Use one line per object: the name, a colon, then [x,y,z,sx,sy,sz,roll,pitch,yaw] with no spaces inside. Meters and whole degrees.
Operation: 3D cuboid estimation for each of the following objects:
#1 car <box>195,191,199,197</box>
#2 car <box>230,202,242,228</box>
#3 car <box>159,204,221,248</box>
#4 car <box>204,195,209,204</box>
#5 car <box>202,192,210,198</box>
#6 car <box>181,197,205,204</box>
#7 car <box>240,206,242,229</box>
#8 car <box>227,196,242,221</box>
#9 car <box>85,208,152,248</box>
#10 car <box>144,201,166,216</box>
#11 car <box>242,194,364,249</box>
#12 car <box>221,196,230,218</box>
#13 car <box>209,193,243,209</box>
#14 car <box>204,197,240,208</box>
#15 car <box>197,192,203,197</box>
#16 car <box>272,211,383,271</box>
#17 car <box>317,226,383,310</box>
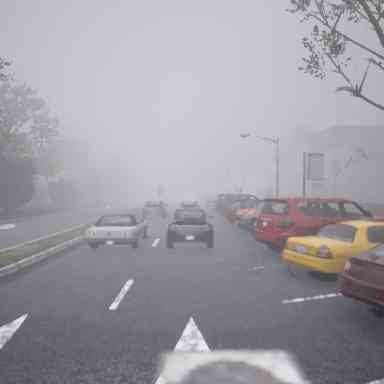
car: [4.358,1.424,75.374,5.566,2.045,2.435,1,1,-21]
car: [4.945,1.478,18.361,4.892,1.521,2.231,1,0,-21]
car: [-0.097,1.486,14.680,2.128,1.511,4.902,0,0,-1]
car: [4.559,1.535,39.298,5.366,1.575,1.946,1,0,-21]
car: [4.682,1.310,42.352,5.566,2.045,2.435,1,0,-21]
car: [-0.243,1.507,29.689,2.128,1.511,4.902,0,0,-1]
car: [4.992,1.506,15.377,4.792,1.488,2.163,1,0,-21]
car: [4.942,1.354,21.371,4.553,1.767,2.185,1,0,-21]
car: [-3.097,1.608,14.682,1.895,1.301,4.718,0,0,-1]
car: [-3.243,1.508,29.659,2.128,1.511,4.902,0,0,-1]
car: [5.024,1.226,12.374,5.566,2.045,2.435,1,0,-21]
car: [4.850,1.357,24.356,4.553,1.767,2.185,1,0,-21]
car: [4.847,1.248,30.384,5.566,2.045,2.435,1,-1,-21]
car: [4.608,1.627,51.370,5.008,1.535,2.097,1,-1,-21]
car: [4.497,1.440,66.394,5.566,2.045,2.435,1,0,-21]
car: [5.194,1.478,9.425,5.366,1.575,1.946,1,0,-21]
car: [5.037,1.520,6.356,4.674,1.452,2.002,1,0,-20]
